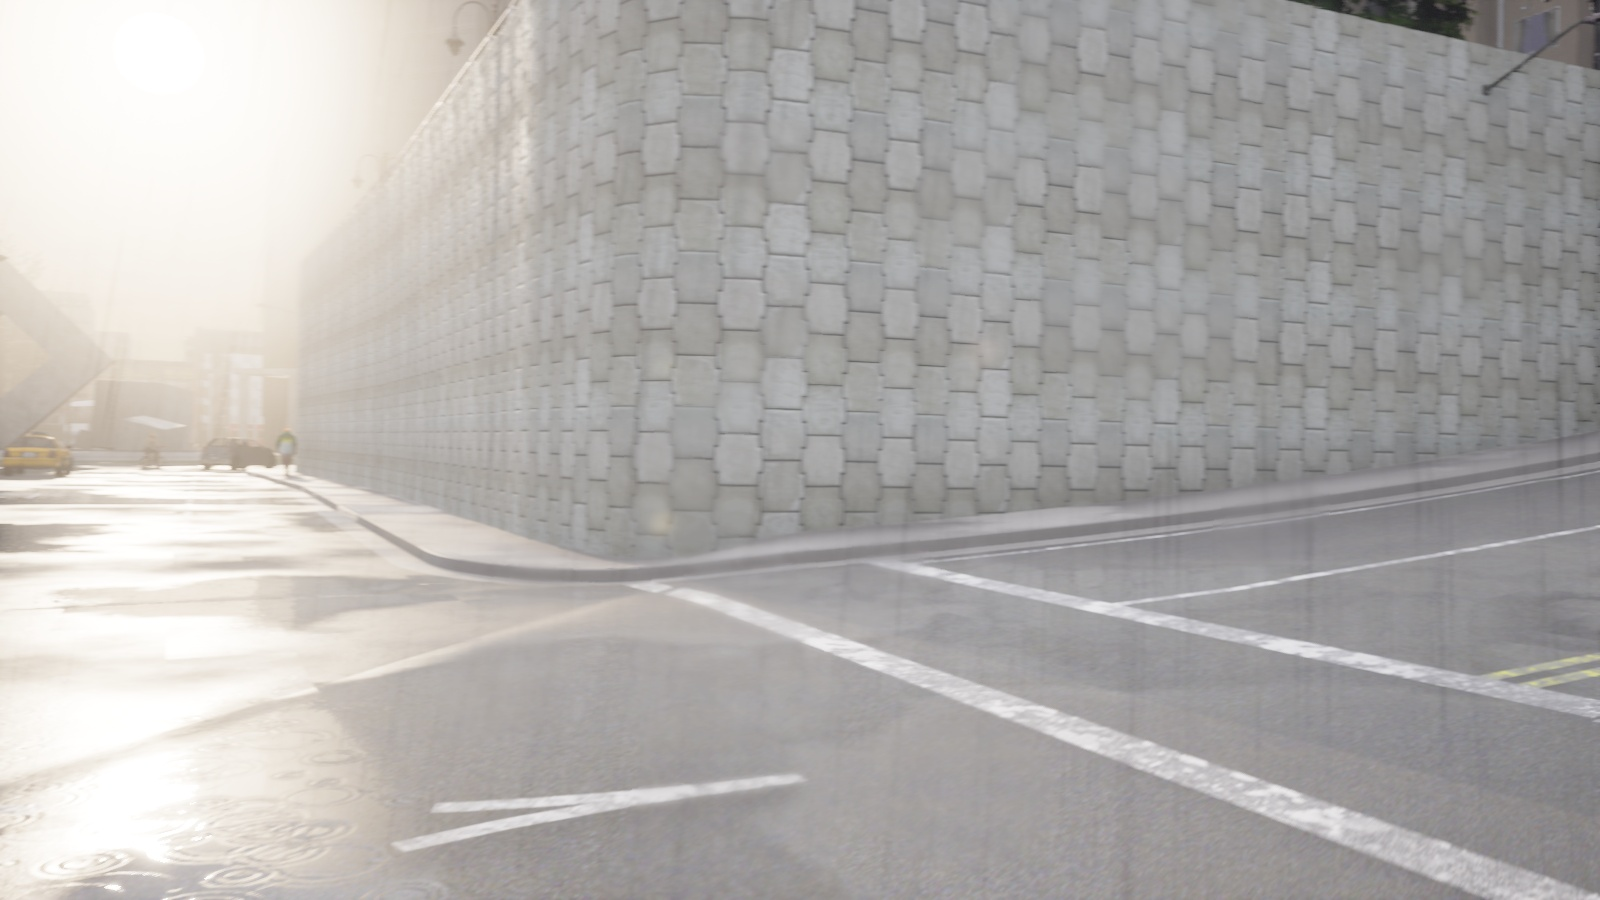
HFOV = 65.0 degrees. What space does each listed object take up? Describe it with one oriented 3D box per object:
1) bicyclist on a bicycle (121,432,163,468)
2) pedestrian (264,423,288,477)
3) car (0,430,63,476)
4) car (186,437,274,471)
[{"bbox_3d":[-30.269,0.006,57.819,0.866,1.612,1.509,3,0,13],"label":"bicyclist on a bicycle"},{"bbox_3d":[-19.245,0.008,46.127,0.659,1.952,0.873,1,0,-30],"label":"pedestrian"},{"bbox_3d":[-28.287,0.075,45.881,1.801,1.575,5.366,1,0,-25],"label":"car"},{"bbox_3d":[-26.468,0.173,58.409,1.845,1.501,3.633,1,0,14],"label":"car"}]
